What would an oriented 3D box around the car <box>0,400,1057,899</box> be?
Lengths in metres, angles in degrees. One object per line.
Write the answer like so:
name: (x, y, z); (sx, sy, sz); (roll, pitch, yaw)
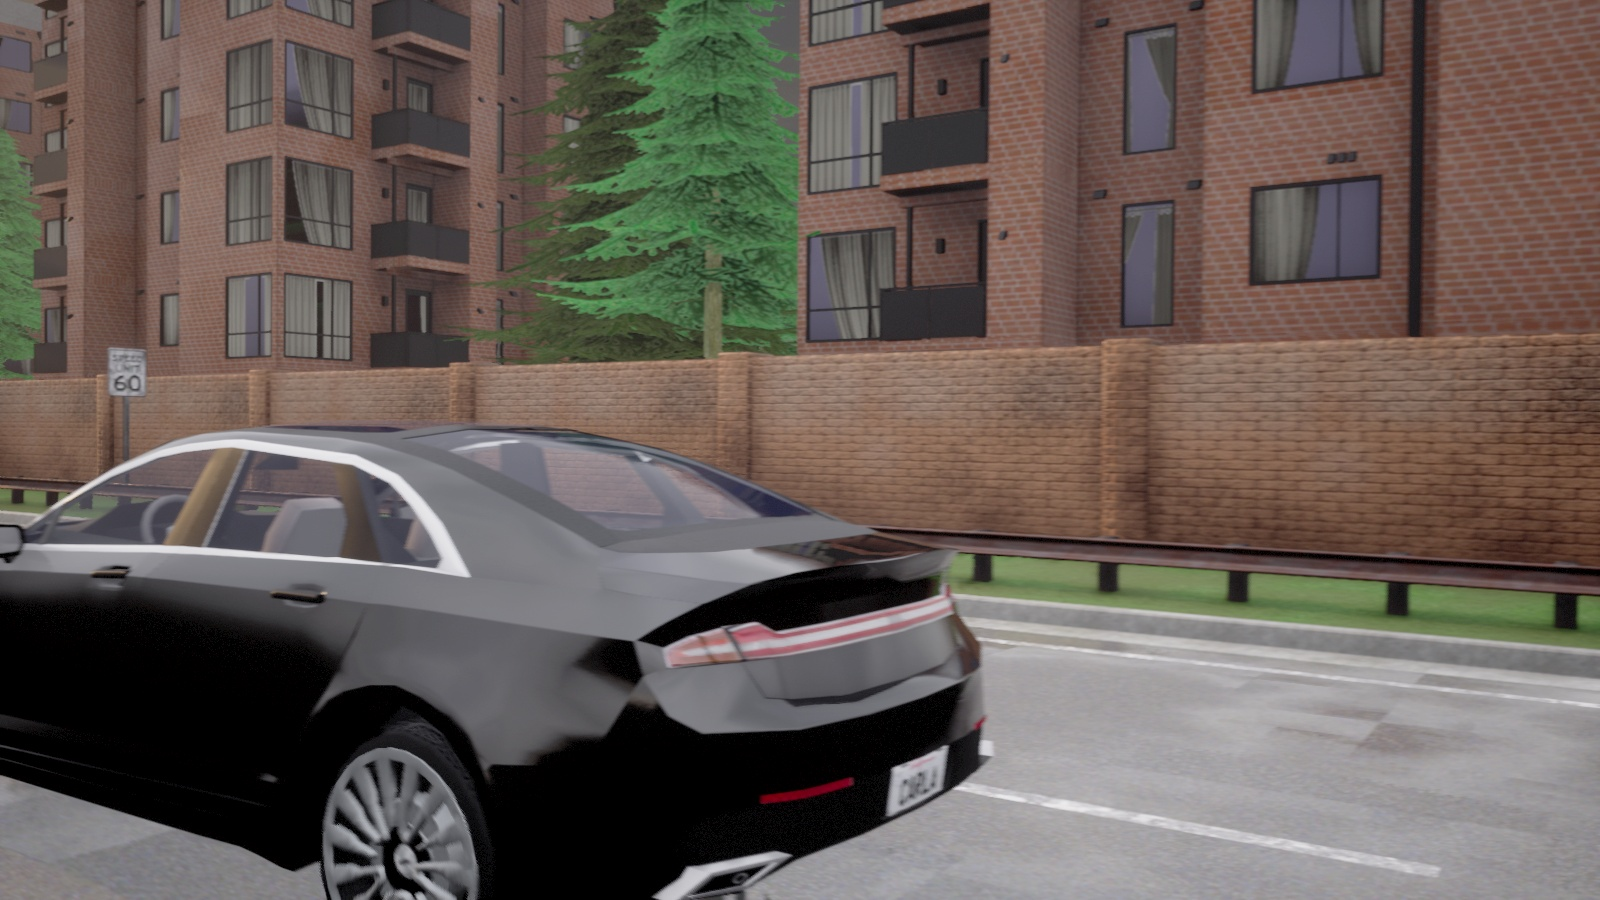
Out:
car: (-1.753, 0.638, 4.787); (4.902, 1.511, 2.128); (0, 1, 34)
